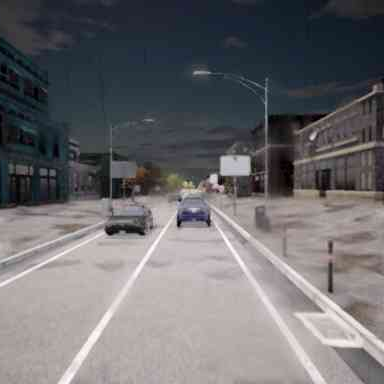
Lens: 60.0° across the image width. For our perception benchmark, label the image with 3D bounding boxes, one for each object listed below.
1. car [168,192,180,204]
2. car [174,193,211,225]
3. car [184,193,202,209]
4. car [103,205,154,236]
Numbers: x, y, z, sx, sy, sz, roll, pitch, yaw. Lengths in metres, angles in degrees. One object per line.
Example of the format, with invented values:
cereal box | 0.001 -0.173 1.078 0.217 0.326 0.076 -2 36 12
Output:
car | -3.025 1.014 59.263 2.150 2.045 5.566 0 0 1
car | 0.100 1.135 21.936 2.097 1.767 4.553 0 1 0
car | 0.104 1.047 39.633 2.097 1.767 4.553 0 0 0
car | -3.099 1.382 17.476 2.033 1.411 5.357 0 1 0
